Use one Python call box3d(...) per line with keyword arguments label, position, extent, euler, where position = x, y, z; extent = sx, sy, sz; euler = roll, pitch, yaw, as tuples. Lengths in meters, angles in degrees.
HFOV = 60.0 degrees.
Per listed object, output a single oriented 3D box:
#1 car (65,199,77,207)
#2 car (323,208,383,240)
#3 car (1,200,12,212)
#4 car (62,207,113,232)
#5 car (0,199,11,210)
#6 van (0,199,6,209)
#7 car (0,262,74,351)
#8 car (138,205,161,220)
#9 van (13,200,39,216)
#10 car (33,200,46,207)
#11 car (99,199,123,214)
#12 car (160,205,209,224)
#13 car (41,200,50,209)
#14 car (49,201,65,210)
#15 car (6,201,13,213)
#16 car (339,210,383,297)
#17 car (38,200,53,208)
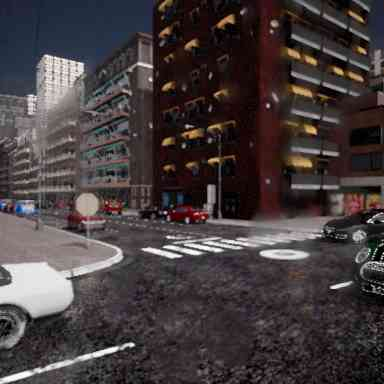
box3d(label="car", position=(-16.831, 1.971, 50.001), extent=(2.192, 1.841, 5.009), euler=(-1, 0, -36))
box3d(label="car", position=(8.755, 1.581, 15.944), extent=(4.892, 1.490, 1.837), euler=(-1, 2, -11))
box3d(label="car", position=(-26.928, 2.309, 49.721), extent=(1.802, 1.307, 4.206), euler=(-1, 0, -36))
box3d(label="car", position=(-7.201, 1.861, 22.441), extent=(1.802, 1.307, 4.206), euler=(-1, 0, -36))
box3d(label="car", position=(-33.603, 2.195, 58.878), extent=(2.192, 1.841, 5.009), euler=(-1, 0, -36))
box3d(label="van", position=(-30.262, 2.144, 54.305), extent=(1.690, 1.788, 3.998), euler=(-1, 0, -36))
box3d(label="car", position=(-4.287, 1.598, 4.621), extent=(4.718, 1.301, 1.895), euler=(0, 0, -36))
box3d(label="car", position=(-3.553, 1.921, 31.642), extent=(1.947, 1.339, 4.313), euler=(-1, 0, -36))
box3d(label="van", position=(-20.294, 1.916, 40.545), extent=(1.690, 1.788, 3.998), euler=(-1, 0, -36))
box3d(label="car", position=(-33.518, 2.566, 73.084), extent=(1.752, 1.417, 4.829), euler=(-1, 0, -36))
box3d(label="car", position=(-10.194, 1.820, 40.821), extent=(2.192, 1.841, 5.009), euler=(-1, 0, -36))
box3d(label="car", position=(-0.436, 1.829, 27.330), extent=(1.887, 1.381, 4.507), euler=(-1, 0, -36))
box3d(label="car", position=(-26.136, 2.298, 58.473), extent=(1.882, 1.535, 5.008), euler=(0, -1, -36))
box3d(label="car", position=(-23.463, 2.390, 59.178), extent=(1.802, 1.307, 4.206), euler=(-1, 0, -36))
box3d(label="car", position=(-23.608, 2.233, 45.134), extent=(1.802, 1.307, 4.206), euler=(-1, 0, -36))
box3d(label="car", position=(5.765, 1.396, 7.810), extent=(4.553, 1.767, 2.097), euler=(0, 0, -36))
box3d(label="car", position=(-30.102, 2.401, 68.358), extent=(1.967, 1.590, 4.097), euler=(-1, 0, -36))
